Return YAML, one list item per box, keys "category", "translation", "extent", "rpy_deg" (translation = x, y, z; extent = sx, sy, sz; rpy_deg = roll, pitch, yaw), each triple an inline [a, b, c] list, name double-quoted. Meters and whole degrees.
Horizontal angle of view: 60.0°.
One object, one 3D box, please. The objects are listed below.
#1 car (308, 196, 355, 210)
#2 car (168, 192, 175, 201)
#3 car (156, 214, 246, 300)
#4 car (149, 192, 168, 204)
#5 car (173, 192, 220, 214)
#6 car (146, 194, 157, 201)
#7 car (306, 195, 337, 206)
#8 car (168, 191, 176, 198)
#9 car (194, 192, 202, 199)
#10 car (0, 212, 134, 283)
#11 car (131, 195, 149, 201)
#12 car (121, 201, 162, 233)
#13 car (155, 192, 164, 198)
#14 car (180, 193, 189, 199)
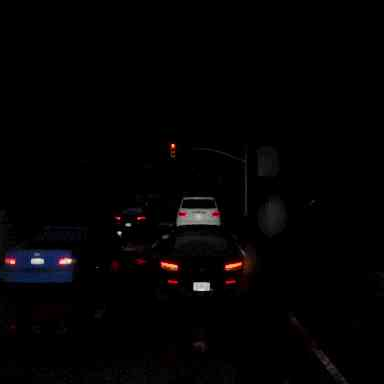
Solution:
- category: "car"
  translation: [17.094, 1.463, 40.404]
  extent: [4.718, 1.301, 1.895]
  rpy_deg: [0, 0, -2]
- category: "car"
  translation: [-5.626, 1.215, 74.676]
  extent: [1.994, 1.385, 4.181]
  rpy_deg: [0, 1, 1]
- category: "car"
  translation: [0.201, 1.516, 8.230]
  extent: [1.812, 1.442, 4.674]
  rpy_deg: [0, 0, 1]
- category: "car"
  translation: [-5.999, 1.257, 59.584]
  extent: [1.882, 1.535, 5.008]
  rpy_deg: [0, 1, 1]
- category: "car"
  translation: [0.358, 1.182, 17.966]
  extent: [2.150, 2.045, 5.566]
  rpy_deg: [0, 0, 1]
- category: "car"
  translation: [-9.126, 1.186, 74.677]
  extent: [1.812, 1.442, 4.674]
  rpy_deg: [0, 1, 1]
- category: "car"
  translation: [17.536, 1.200, 43.919]
  extent: [4.553, 1.767, 2.097]
  rpy_deg: [0, 0, -2]
- category: "car"
  translation: [-5.391, 0.678, 90.783]
  extent: [1.882, 1.535, 5.008]
  rpy_deg: [0, 1, 1]
- category: "car"
  translation: [1.608, 0.803, 87.201]
  extent: [2.097, 1.767, 4.553]
  rpy_deg: [0, 1, 1]
- category: "car"
  translation: [-3.286, 1.534, 9.667]
  extent: [2.033, 1.411, 5.357]
  rpy_deg: [0, 0, 1]
- category: "car"
  translation: [-9.501, 1.307, 59.398]
  extent: [1.812, 1.442, 4.674]
  rpy_deg: [0, 1, 1]
- category: "car"
  translation: [-3.121, 1.480, 19.159]
  extent: [1.812, 1.442, 4.674]
  rpy_deg: [0, 0, 3]
- category: "car"
  translation: [-8.891, 0.682, 90.749]
  extent: [1.882, 1.535, 5.008]
  rpy_deg: [0, 1, 1]
- category: "car"
  translation: [-1.902, 0.996, 86.536]
  extent: [2.033, 1.411, 5.357]
  rpy_deg: [0, 1, 1]
